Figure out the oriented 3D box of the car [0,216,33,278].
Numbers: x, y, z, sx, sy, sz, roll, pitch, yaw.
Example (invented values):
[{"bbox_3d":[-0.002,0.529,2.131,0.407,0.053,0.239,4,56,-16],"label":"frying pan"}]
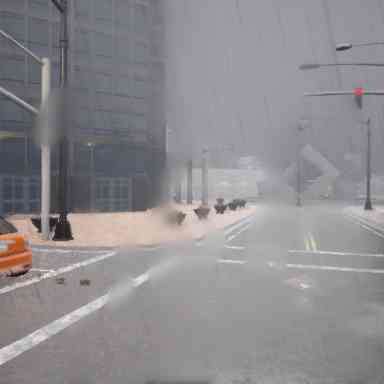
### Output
[{"bbox_3d":[-6.337,1.316,8.185,4.553,1.767,2.097,0,0,17],"label":"car"}]
